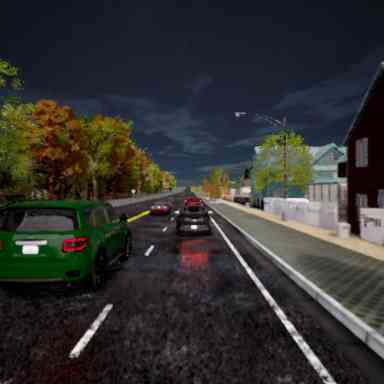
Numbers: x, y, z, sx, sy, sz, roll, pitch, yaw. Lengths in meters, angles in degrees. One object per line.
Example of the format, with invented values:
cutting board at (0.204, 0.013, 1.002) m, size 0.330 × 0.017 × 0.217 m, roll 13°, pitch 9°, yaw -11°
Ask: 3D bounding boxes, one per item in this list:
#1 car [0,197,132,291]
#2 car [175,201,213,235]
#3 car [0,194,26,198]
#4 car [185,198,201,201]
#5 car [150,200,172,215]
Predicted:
car at (-3.147, 1.218, 9.168) m, size 2.150 × 2.045 × 5.566 m, roll 0°, pitch 0°, yaw 0°
car at (0.106, 1.491, 18.852) m, size 1.837 × 1.490 × 4.892 m, roll 0°, pitch 0°, yaw 0°
car at (-9.746, 1.125, 15.810) m, size 2.150 × 2.045 × 5.566 m, roll 0°, pitch 0°, yaw 0°
car at (0.112, 1.438, 40.646) m, size 1.882 × 1.535 × 5.008 m, roll 0°, pitch 0°, yaw 0°
car at (-3.139, 1.516, 34.010) m, size 2.033 × 1.411 × 5.357 m, roll 0°, pitch 0°, yaw 0°
